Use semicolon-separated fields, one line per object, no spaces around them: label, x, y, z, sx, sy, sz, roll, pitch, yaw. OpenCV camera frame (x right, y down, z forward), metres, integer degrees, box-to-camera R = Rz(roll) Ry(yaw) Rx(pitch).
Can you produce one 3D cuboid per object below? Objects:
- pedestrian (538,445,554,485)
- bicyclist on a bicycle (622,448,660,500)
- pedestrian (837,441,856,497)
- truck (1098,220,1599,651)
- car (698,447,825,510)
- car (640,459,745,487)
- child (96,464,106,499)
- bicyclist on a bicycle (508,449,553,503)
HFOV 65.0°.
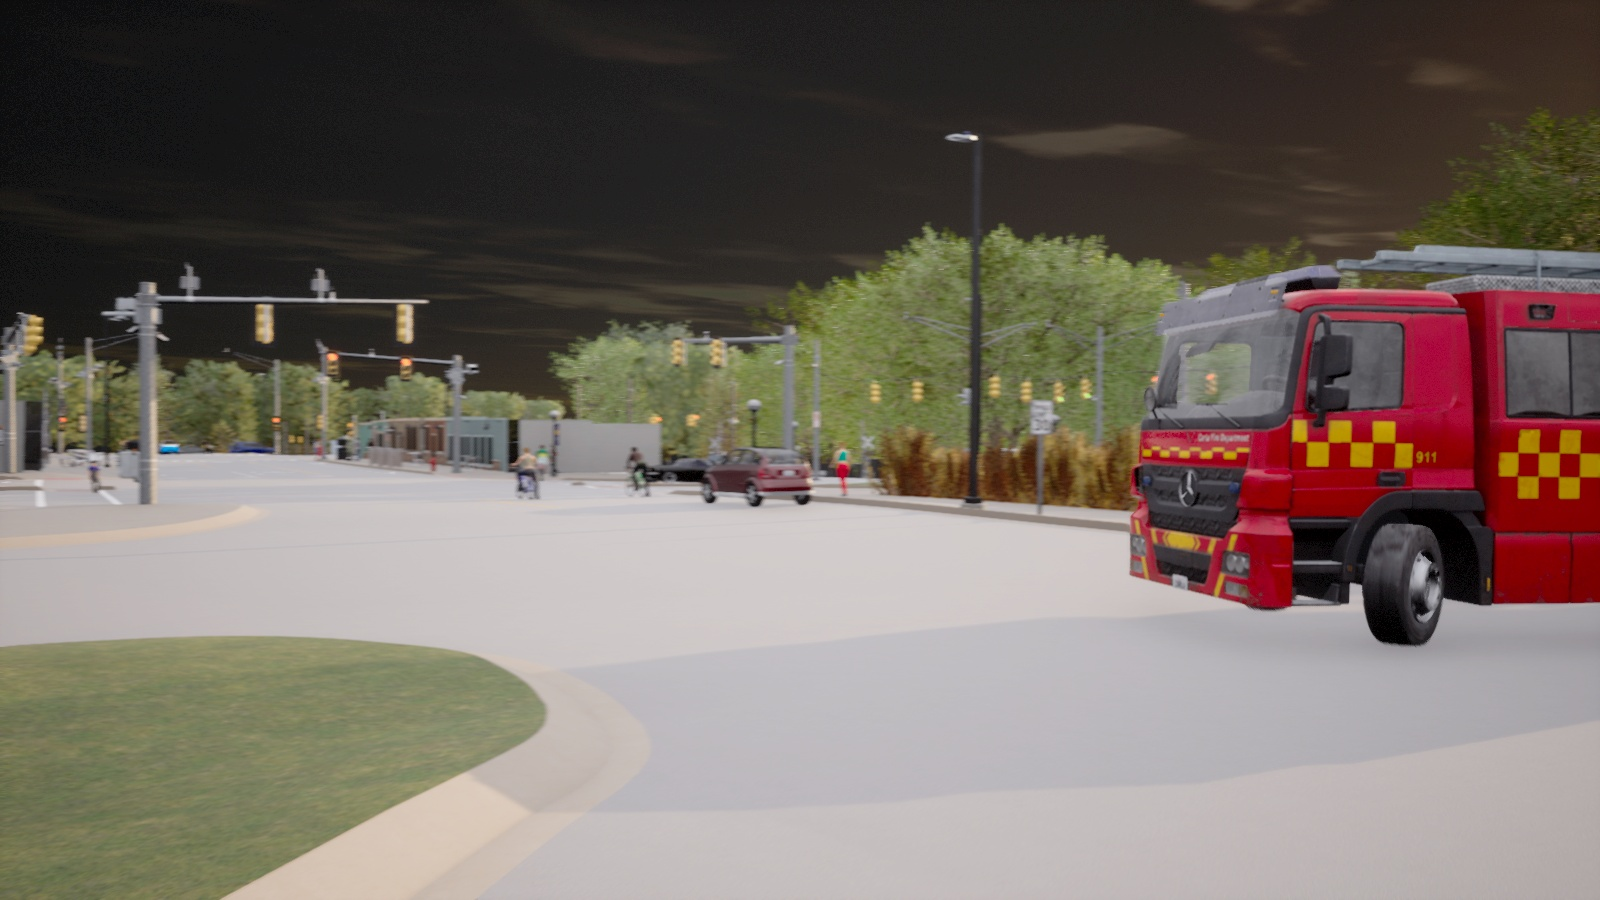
pedestrian;-12.389;0.723;61.233;0.659;1.952;0.873;0;1;-19
bicyclist on a bicycle;-5.105;0.777;40.281;0.582;1.620;1.656;-1;-1;-31
pedestrian;1.535;0.614;41.576;0.345;1.836;0.594;-1;1;-31
truck;7.763;-0.124;13.348;8.468;3.827;2.891;0;0;-10
car;-1.088;0.716;33.662;1.789;1.549;3.705;-1;0;-31
car;-5.181;1.120;60.793;4.718;1.301;1.895;1;0;-35
child;-25.664;1.155;46.104;0.270;1.263;0.437;-1;1;-34
bicyclist on a bicycle;-8.261;0.798;38.448;0.866;1.612;1.509;-1;0;-32
